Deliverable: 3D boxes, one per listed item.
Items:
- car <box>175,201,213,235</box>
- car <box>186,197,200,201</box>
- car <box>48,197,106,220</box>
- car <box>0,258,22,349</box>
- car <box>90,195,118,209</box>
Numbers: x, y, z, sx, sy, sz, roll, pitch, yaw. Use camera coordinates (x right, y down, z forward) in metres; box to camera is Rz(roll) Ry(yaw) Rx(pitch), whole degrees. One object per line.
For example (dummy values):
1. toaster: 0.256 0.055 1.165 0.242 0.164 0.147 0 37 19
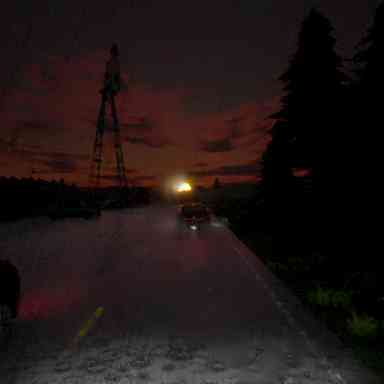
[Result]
1. car: 0.098 1.504 18.747 1.837 1.490 4.892 0 0 0
2. car: 0.097 1.350 36.073 2.097 1.767 4.553 0 0 0
3. car: -9.545 1.481 27.312 3.988 1.617 1.851 0 0 -1
4. car: -3.595 1.491 3.275 2.128 1.511 4.902 0 0 0
5. car: -11.901 1.353 44.158 3.866 1.878 1.905 0 0 -31
